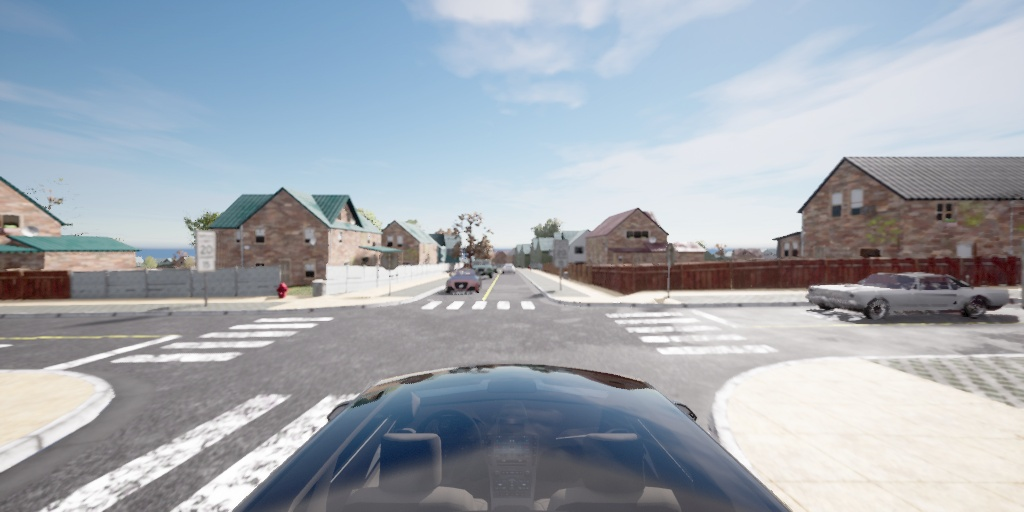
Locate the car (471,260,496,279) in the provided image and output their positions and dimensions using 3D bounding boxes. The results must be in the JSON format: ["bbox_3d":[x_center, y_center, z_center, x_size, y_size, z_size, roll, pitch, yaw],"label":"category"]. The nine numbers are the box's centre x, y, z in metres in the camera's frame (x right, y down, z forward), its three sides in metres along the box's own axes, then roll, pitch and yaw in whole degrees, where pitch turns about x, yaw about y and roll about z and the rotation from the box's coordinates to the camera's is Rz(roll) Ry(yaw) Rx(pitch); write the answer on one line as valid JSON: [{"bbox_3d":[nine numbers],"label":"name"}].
[{"bbox_3d":[-3.154,1.415,38.977,2.150,2.045,5.566,0,-1,-1],"label":"car"}]

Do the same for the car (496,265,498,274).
[{"bbox_3d":[-3.288,1.792,54.859,2.097,1.767,4.553,0,-1,0],"label":"car"}]

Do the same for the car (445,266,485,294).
[{"bbox_3d":[-2.936,1.538,22.362,1.994,1.385,4.181,0,-1,-2],"label":"car"}]

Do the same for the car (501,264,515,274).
[{"bbox_3d":[-0.491,1.941,53.350,1.812,1.442,4.674,0,-1,-1],"label":"car"}]

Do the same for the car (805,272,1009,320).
[{"bbox_3d":[12.246,1.202,11.390,4.718,1.301,1.895,-1,1,0],"label":"car"}]
